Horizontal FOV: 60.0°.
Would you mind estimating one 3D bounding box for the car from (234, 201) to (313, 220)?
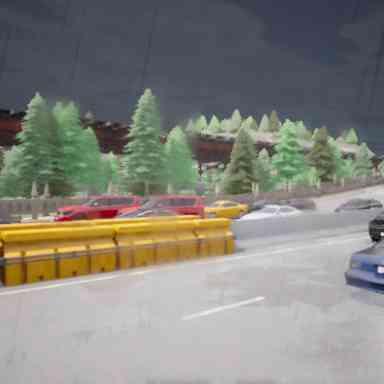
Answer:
[{"bbox_3d":[5.076,1.540,20.484,4.674,1.442,1.812,0,0,-35],"label":"car"}]

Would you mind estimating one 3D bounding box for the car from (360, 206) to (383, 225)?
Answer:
[{"bbox_3d":[9.934,1.515,15.183,4.892,1.490,1.837,0,0,-36],"label":"car"}]

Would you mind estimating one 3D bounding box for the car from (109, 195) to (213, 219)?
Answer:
[{"bbox_3d":[-1.749,1.239,19.925,5.566,2.045,2.150,0,0,-35],"label":"car"}]

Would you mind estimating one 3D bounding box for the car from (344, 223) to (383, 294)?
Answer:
[{"bbox_3d":[5.769,1.565,7.870,5.357,1.411,2.033,0,0,-36],"label":"car"}]

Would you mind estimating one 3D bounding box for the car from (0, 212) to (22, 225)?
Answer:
[{"bbox_3d":[-9.875,1.504,14.143,4.892,1.490,1.837,0,0,-36],"label":"car"}]

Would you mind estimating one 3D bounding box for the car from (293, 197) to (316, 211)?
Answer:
[{"bbox_3d":[10.410,1.241,32.912,4.181,1.385,1.994,-4,2,-36],"label":"car"}]

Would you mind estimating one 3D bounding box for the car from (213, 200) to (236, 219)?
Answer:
[{"bbox_3d":[2.352,1.475,27.105,5.008,1.535,1.882,-1,1,-36],"label":"car"}]

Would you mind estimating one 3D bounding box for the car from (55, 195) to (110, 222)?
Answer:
[{"bbox_3d":[-5.770,1.234,21.356,5.566,2.045,2.150,0,0,-36],"label":"car"}]

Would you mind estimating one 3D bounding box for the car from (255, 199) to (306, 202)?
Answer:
[{"bbox_3d":[6.473,1.516,25.753,4.181,1.385,1.994,-2,1,-36],"label":"car"}]

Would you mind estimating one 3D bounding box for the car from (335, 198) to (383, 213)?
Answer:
[{"bbox_3d":[13.242,1.257,26.331,4.892,1.490,1.837,-3,2,-36],"label":"car"}]

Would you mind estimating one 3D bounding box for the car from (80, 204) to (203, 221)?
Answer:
[{"bbox_3d":[-2.231,1.504,15.293,4.902,1.511,2.128,0,0,-35],"label":"car"}]
